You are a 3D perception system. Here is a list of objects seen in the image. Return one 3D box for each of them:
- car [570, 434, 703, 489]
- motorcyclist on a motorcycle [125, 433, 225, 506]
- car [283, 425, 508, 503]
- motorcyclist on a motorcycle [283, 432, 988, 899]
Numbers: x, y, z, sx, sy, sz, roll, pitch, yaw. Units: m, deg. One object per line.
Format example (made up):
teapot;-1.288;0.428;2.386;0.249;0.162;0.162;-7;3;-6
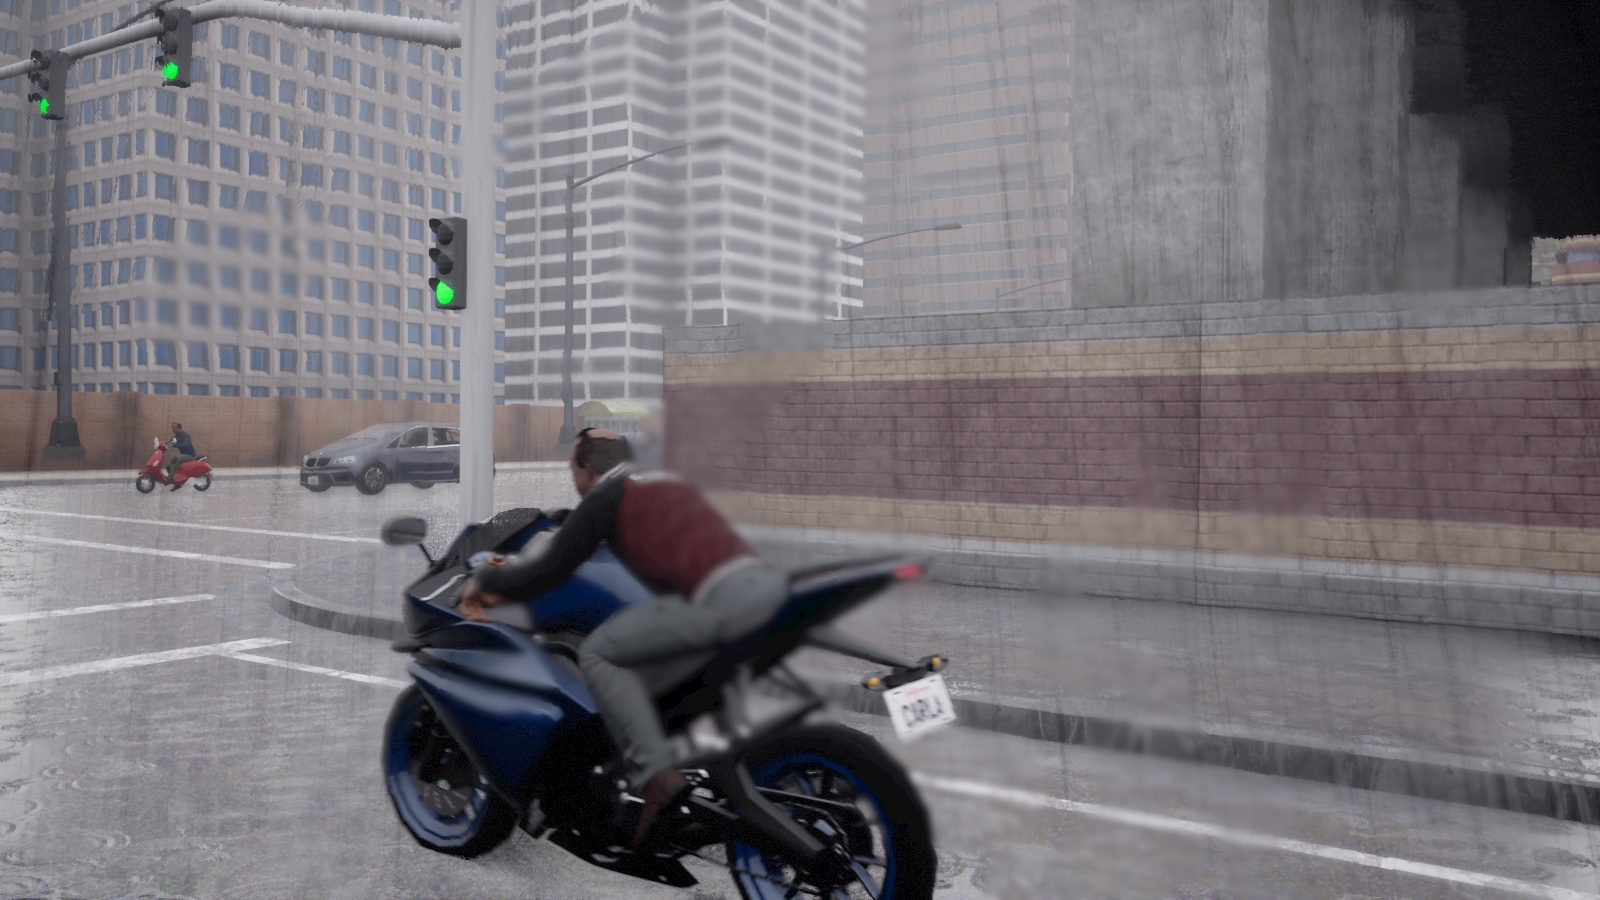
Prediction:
car;-4.681;0.292;36.289;1.845;1.501;3.633;0;1;34
motorcyclist on a motorcycle;-14.162;0.424;28.516;0.866;1.590;1.817;0;1;34
car;-9.350;0.259;29.396;2.242;1.667;4.611;0;1;34
motorcyclist on a motorcycle;-0.591;0.717;4.016;2.191;1.530;0.866;0;1;34
